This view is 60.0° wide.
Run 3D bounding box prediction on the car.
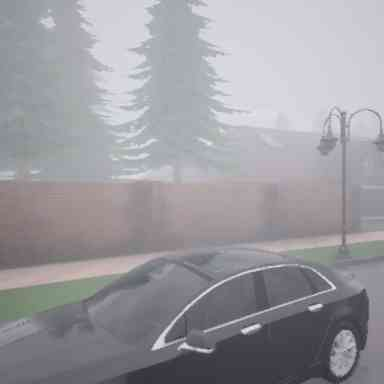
[{"bbox_3d":[0.117,1.494,3.871,4.892,1.490,1.837,0,0,-34],"label":"car"}]
